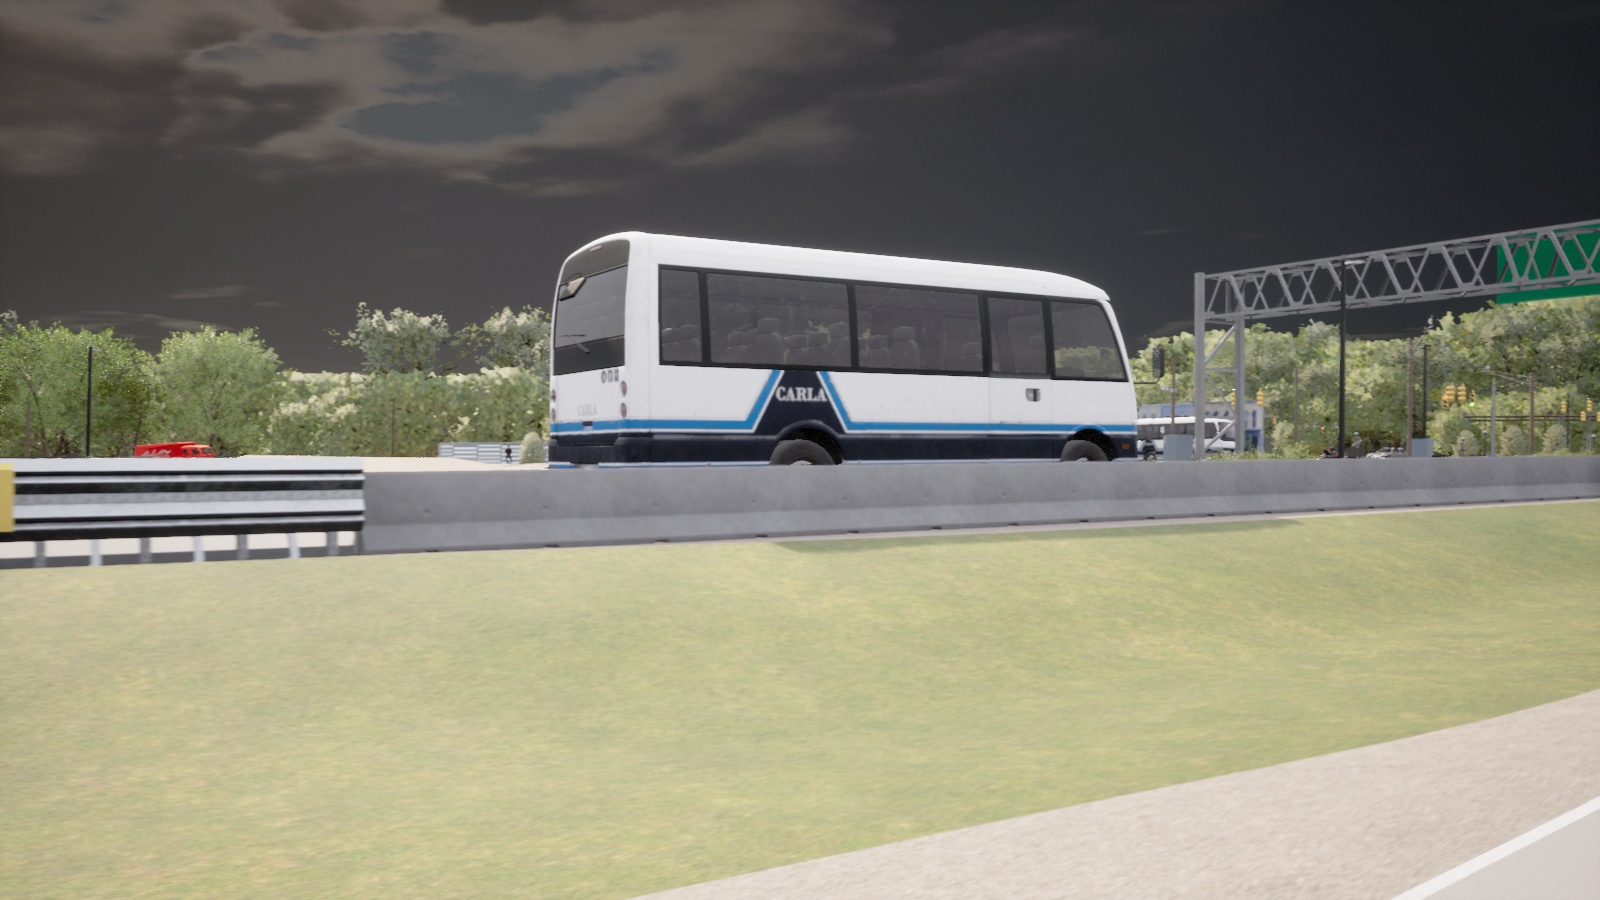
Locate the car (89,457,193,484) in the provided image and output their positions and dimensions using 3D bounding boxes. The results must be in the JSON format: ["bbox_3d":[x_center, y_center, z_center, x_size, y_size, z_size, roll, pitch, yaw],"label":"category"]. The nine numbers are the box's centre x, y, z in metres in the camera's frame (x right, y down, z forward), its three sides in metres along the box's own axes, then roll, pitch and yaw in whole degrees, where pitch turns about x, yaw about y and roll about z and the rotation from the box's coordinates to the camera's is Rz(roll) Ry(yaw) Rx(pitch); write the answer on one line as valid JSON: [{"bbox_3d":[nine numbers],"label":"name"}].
[{"bbox_3d":[-40.565,1.271,77.454,5.357,1.411,2.033,-2,0,-15],"label":"car"}]

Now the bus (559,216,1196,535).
[{"bbox_3d":[1.562,-1.016,21.123,10.273,4.253,3.944,0,0,-32],"label":"bus"}]
